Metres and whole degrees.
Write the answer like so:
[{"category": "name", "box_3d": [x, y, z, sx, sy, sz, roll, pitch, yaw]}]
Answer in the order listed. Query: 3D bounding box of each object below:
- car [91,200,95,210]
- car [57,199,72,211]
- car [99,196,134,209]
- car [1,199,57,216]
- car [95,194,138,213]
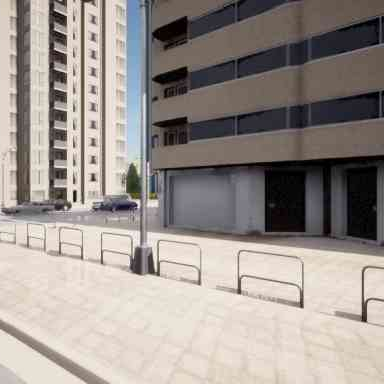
[{"category": "car", "box_3d": [-10.133, 1.277, 42.399, 2.150, 2.045, 5.566, 0, 0, 39]}, {"category": "car", "box_3d": [-16.816, 1.560, 39.632, 1.837, 1.490, 4.892, 0, 0, 39]}, {"category": "car", "box_3d": [-10.711, 1.407, 47.271, 2.097, 1.767, 4.553, 0, 0, 39]}, {"category": "car", "box_3d": [-16.767, 1.656, 34.075, 1.895, 1.301, 4.718, 0, 0, 38]}, {"category": "car", "box_3d": [-8.405, 1.408, 38.665, 2.097, 1.767, 4.553, 0, 0, 39]}]
